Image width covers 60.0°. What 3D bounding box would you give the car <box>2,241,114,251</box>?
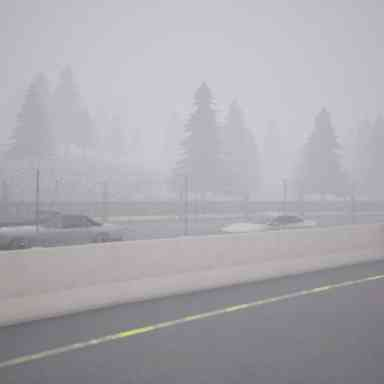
[{"bbox_3d":[-5.142,1.574,12.998,4.718,1.301,1.895,1,0,-33],"label":"car"}]

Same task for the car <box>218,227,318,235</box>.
[{"bbox_3d":[3.289,1.574,13.964,4.674,1.442,1.812,1,0,-28],"label":"car"}]
